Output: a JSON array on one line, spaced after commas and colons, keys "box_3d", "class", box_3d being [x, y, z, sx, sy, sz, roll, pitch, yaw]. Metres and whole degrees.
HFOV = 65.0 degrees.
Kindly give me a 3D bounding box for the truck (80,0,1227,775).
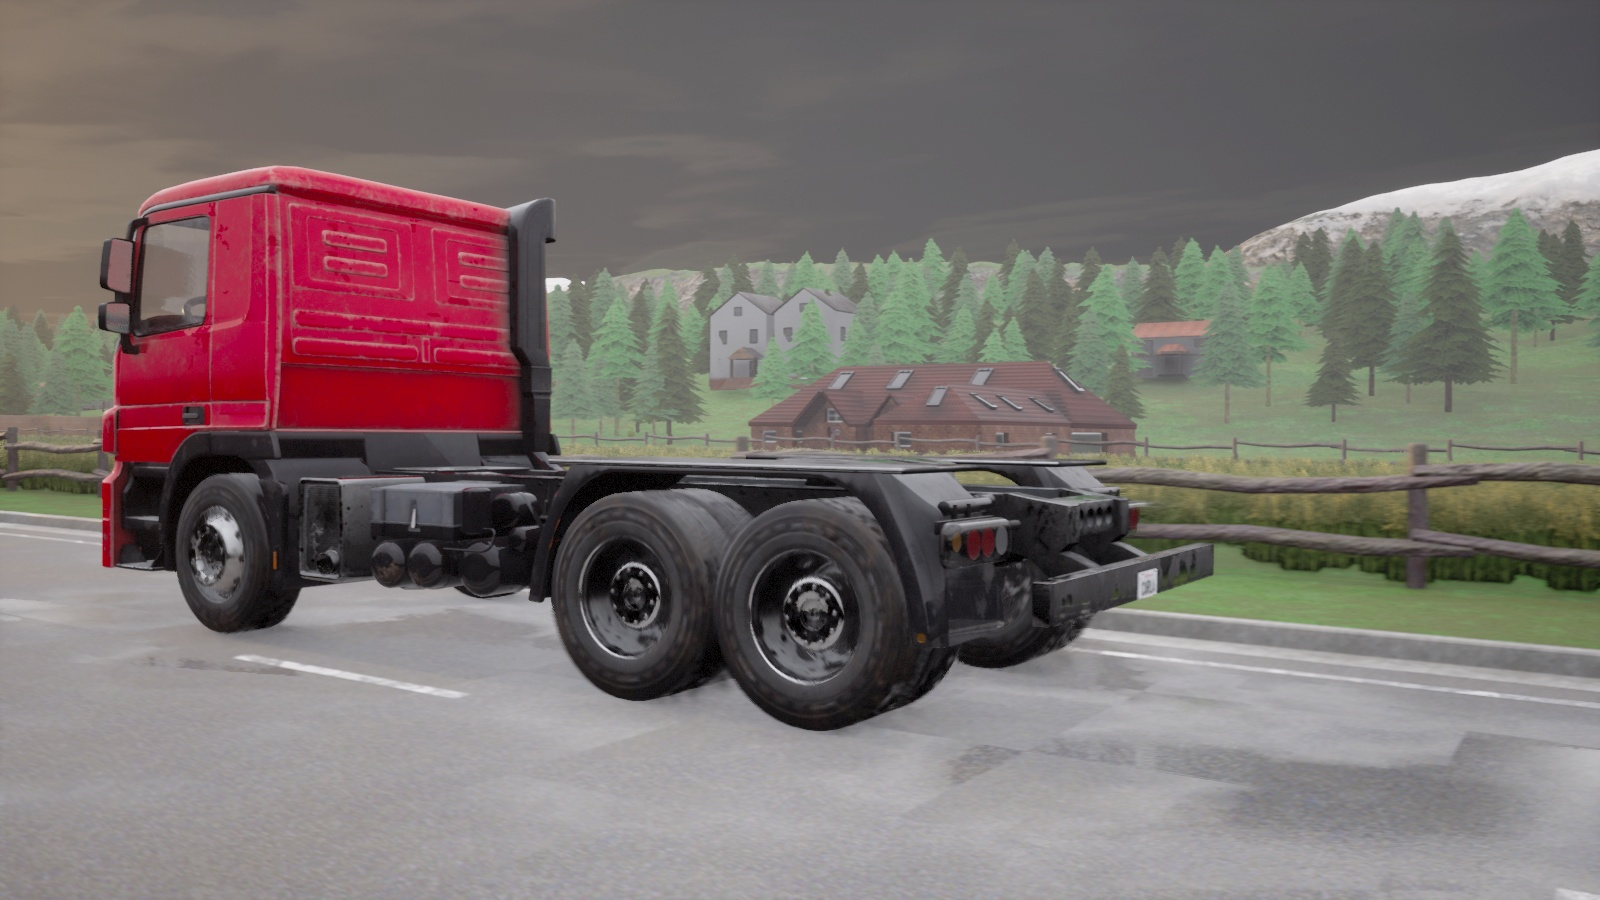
[{"box_3d": [-1.465, -0.357, 8.778, 7.936, 3.462, 2.891, 0, 1, 34], "class": "truck"}]
